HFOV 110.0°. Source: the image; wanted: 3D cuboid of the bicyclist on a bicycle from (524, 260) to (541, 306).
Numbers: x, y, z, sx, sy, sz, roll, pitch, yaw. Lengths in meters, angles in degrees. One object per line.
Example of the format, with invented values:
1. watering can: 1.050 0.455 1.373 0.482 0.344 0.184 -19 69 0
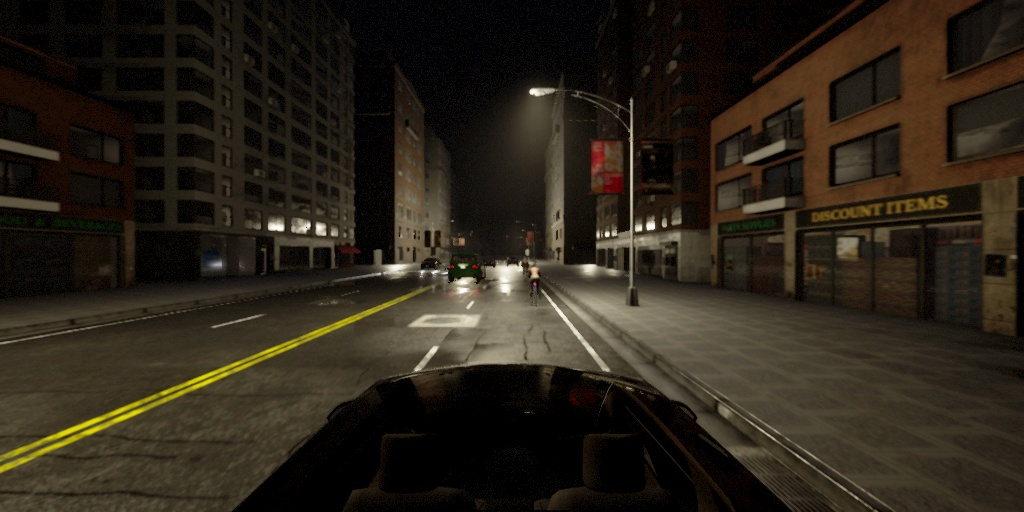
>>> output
1. bicyclist on a bicycle: 0.896 1.103 14.228 0.582 1.620 1.656 0 0 0

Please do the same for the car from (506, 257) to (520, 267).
1. car: 0.111 0.832 55.373 1.837 1.490 4.892 0 0 0

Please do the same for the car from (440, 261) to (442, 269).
1. car: -6.577 0.966 40.962 1.812 1.442 4.674 0 0 0

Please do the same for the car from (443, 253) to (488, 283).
1. car: -3.143 0.782 25.659 2.150 2.045 5.566 0 1 0

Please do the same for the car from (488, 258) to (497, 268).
1. car: -3.136 0.919 49.754 2.033 1.411 5.357 0 0 0

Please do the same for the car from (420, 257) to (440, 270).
1. car: -9.821 0.924 43.767 1.837 1.490 4.892 0 0 0

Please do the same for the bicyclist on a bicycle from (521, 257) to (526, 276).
1. bicyclist on a bicycle: 0.899 0.938 24.800 0.659 1.776 1.843 0 1 0
